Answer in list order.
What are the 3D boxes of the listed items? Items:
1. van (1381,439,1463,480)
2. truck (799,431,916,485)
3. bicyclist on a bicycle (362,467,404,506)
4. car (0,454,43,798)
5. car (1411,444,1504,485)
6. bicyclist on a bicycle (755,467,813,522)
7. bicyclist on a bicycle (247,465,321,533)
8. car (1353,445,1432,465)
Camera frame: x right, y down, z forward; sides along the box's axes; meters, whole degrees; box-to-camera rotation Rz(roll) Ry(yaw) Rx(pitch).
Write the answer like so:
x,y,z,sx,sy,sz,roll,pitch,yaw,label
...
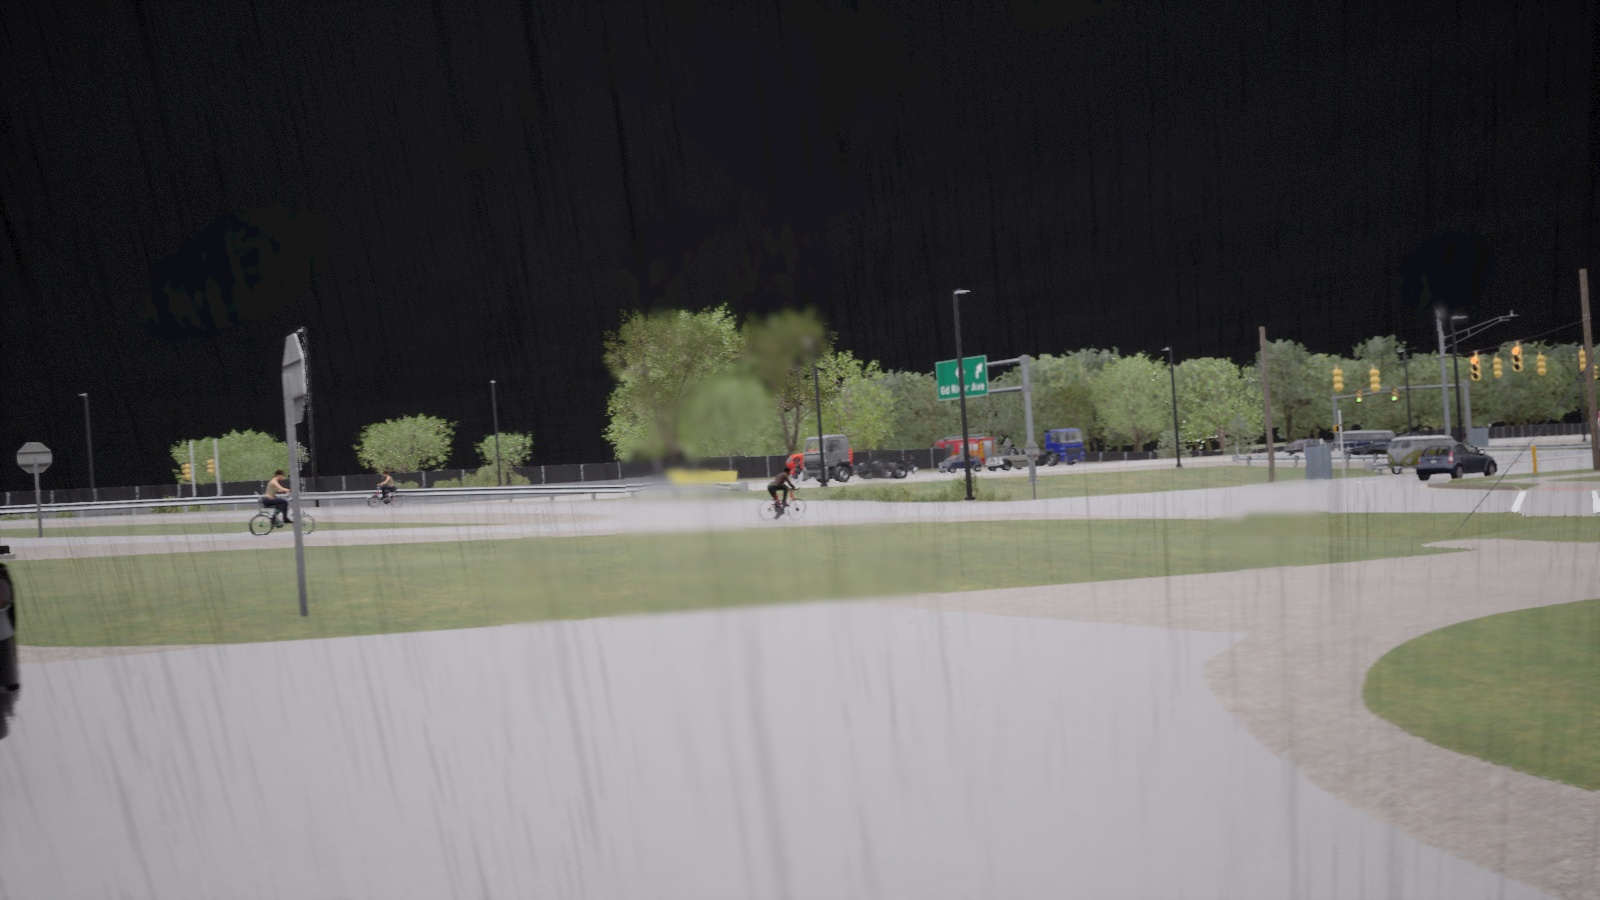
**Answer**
x,y,z,sx,sy,sz,roll,pitch,yaw,label
32.794,0.483,66.181,4.442,1.987,1.775,-2,-1,-34,van
4.144,0.517,88.990,7.936,3.462,2.891,-2,-1,-33,truck
-18.099,1.581,54.531,1.509,1.612,0.866,-1,1,-2,bicyclist on a bicycle
-6.072,0.820,6.417,5.008,1.535,1.882,-1,-1,35,car
28.889,0.627,55.133,3.988,1.617,1.851,-2,-1,-34,car
-0.474,1.331,37.783,1.656,1.620,0.582,0,-2,-34,bicyclist on a bicycle
-12.405,1.177,30.182,1.509,1.612,0.866,1,-3,-32,bicyclist on a bicycle
41.385,0.370,87.815,1.895,1.301,4.718,-2,1,-33,car
